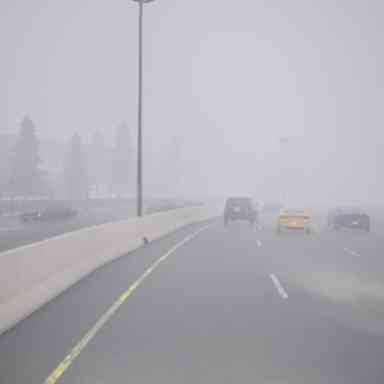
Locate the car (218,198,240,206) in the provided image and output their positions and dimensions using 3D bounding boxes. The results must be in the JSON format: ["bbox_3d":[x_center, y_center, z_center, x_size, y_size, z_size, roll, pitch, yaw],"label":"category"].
[{"bbox_3d":[7.203,1.875,64.197,2.128,1.511,4.902,0,0,36],"label":"car"}]

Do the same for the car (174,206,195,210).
[{"bbox_3d":[-0.291,1.681,35.789,2.128,1.511,4.902,0,0,21],"label":"car"}]

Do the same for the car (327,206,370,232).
[{"bbox_3d":[10.048,1.661,21.657,1.882,1.535,5.008,0,0,14],"label":"car"}]

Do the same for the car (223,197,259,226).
[{"bbox_3d":[3.832,1.383,25.600,2.150,2.045,5.566,0,0,16],"label":"car"}]

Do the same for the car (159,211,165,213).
[{"bbox_3d":[-3.457,1.527,37.254,2.097,1.767,4.553,0,0,21],"label":"car"}]

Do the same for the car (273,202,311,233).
[{"bbox_3d":[6.252,1.632,20.921,1.882,1.535,5.008,0,0,13],"label":"car"}]

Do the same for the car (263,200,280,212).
[{"bbox_3d":[10.469,1.804,42.710,1.837,1.490,4.892,0,0,28],"label":"car"}]
